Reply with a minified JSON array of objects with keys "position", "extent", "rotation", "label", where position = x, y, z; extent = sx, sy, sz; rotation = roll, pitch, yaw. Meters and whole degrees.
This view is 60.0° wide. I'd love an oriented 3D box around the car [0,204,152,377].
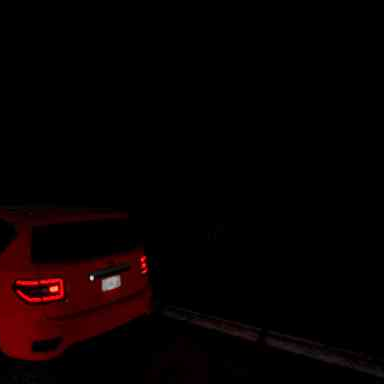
[{"position":[-3.203,1.223,5.663],"extent":[5.566,2.045,2.150],"rotation":[0,0,35],"label":"car"}]
